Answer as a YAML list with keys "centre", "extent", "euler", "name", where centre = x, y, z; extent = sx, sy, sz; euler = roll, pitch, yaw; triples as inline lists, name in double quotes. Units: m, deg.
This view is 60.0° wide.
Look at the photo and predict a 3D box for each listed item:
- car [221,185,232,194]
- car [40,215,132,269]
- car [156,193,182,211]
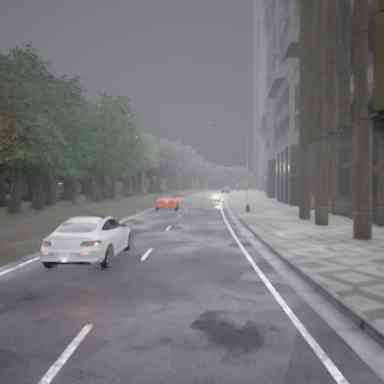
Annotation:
- centre: [8.157, -0.365, 81.241]
  extent: [1.812, 1.442, 4.674]
  euler: [0, 2, 10]
  name: "car"
- centre: [-3.226, 1.469, 10.851]
  extent: [1.812, 1.442, 4.674]
  euler: [0, 1, 1]
  name: "car"
- centre: [-2.202, 0.857, 32.887]
  extent: [2.097, 1.767, 4.553]
  euler: [0, 1, 4]
  name: "car"
